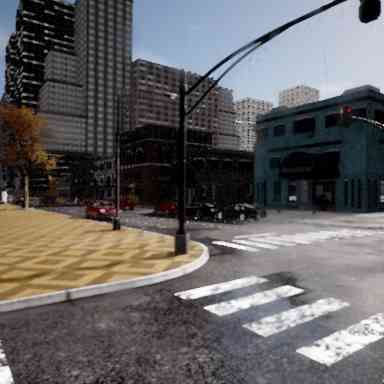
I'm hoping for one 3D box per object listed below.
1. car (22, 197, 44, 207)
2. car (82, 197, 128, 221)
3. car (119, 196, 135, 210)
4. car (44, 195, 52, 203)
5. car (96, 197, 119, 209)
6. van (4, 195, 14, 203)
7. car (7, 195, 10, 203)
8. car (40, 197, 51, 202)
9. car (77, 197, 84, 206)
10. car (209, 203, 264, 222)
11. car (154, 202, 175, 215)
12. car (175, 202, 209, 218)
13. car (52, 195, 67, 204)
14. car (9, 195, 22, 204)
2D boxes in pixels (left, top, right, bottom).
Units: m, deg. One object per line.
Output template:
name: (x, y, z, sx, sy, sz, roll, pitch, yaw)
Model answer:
car: (-25.899, 1.673, 54.200, 1.752, 1.417, 4.829, 0, 0, -35)
car: (-7.113, 1.431, 26.906, 1.967, 1.590, 4.097, 0, 0, -35)
car: (-9.550, 1.455, 45.489, 2.192, 1.841, 5.009, 0, 0, -35)
car: (-34.936, 1.667, 81.923, 2.192, 1.841, 5.009, 0, 0, -35)
car: (-12.742, 1.606, 50.030, 1.967, 1.590, 4.097, 0, 0, -35)
van: (-44.986, 1.650, 81.703, 1.690, 1.788, 3.998, 0, 0, -35)
car: (-41.724, 1.807, 77.002, 1.752, 1.417, 4.829, 0, 0, -35)
car: (-38.102, 1.930, 86.482, 2.008, 1.369, 4.403, 0, 0, -35)
car: (-19.112, 1.658, 59.120, 1.967, 1.590, 4.097, 0, 0, -35)
car: (3.713, 1.583, 26.457, 2.008, 1.369, 4.403, 0, 0, -35)
car: (-2.537, 1.665, 35.462, 1.802, 1.307, 4.206, 0, 0, -35)
car: (0.588, 1.623, 30.960, 1.947, 1.339, 4.313, 0, 0, -35)
car: (-28.704, 1.824, 72.940, 1.752, 1.417, 4.829, 0, 0, -35)
car: (-35.490, 1.794, 68.021, 1.947, 1.339, 4.313, 0, 0, -35)
